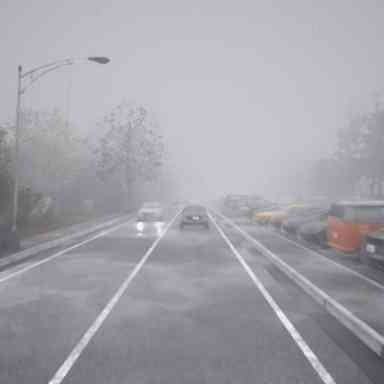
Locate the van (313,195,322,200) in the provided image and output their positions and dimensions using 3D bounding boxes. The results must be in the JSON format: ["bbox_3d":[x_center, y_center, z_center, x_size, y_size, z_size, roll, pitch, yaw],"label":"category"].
[{"bbox_3d":[20.172,1.389,47.497,4.442,1.987,1.878,0,-1,0],"label":"van"}]

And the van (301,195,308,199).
[{"bbox_3d":[20.202,1.478,52.888,4.442,1.987,1.878,0,-1,0],"label":"van"}]

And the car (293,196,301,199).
[{"bbox_3d":[20.150,1.754,55.651,5.366,1.575,1.946,0,-1,0],"label":"car"}]

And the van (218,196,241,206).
[{"bbox_3d":[7.435,1.753,67.000,4.442,1.987,1.878,0,-1,0],"label":"van"}]

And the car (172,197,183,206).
[{"bbox_3d":[-3.008,1.863,67.944,2.097,1.767,4.553,0,-1,1],"label":"car"}]

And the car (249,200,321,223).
[{"bbox_3d":[6.884,1.534,22.602,5.366,1.575,1.946,0,0,0],"label":"car"}]

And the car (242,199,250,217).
[{"bbox_3d":[7.094,1.556,28.153,4.892,1.521,2.231,0,0,0],"label":"car"}]

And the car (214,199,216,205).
[{"bbox_3d":[7.308,1.925,64.220,5.008,1.535,2.097,0,-1,0],"label":"car"}]

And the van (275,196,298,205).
[{"bbox_3d":[20.545,1.853,72.273,4.442,1.987,1.878,0,-1,0],"label":"van"}]

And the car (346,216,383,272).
[{"bbox_3d":[7.021,1.521,8.720,4.792,1.488,2.163,0,0,0],"label":"car"}]

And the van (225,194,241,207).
[{"bbox_3d":[7.077,1.384,44.812,4.442,1.987,1.878,0,0,0],"label":"van"}]

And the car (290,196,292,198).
[{"bbox_3d":[20.360,1.865,61.191,4.892,1.521,2.231,0,-1,0],"label":"car"}]

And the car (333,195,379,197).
[{"bbox_3d":[20.214,1.336,39.178,5.566,2.045,2.435,0,0,0],"label":"car"}]

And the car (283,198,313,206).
[{"bbox_3d":[20.376,1.918,63.960,5.008,1.535,2.097,0,-1,0],"label":"car"}]

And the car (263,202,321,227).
[{"bbox_3d":[7.025,1.557,19.825,4.792,1.488,2.163,0,0,0],"label":"car"}]

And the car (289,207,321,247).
[{"bbox_3d":[6.993,1.539,14.273,4.792,1.488,2.163,0,0,0],"label":"car"}]

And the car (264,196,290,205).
[{"bbox_3d":[20.503,1.996,80.580,5.566,2.045,2.435,0,-1,0],"label":"car"}]

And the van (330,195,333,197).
[{"bbox_3d":[20.375,1.371,41.948,4.442,1.987,1.878,0,0,0],"label":"van"}]

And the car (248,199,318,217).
[{"bbox_3d":[7.091,1.547,25.377,4.892,1.521,2.231,0,0,0],"label":"car"}]

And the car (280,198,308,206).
[{"bbox_3d":[20.393,1.974,66.856,5.008,1.535,2.097,0,-1,0],"label":"car"}]

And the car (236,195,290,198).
[{"bbox_3d":[7.100,1.448,33.706,4.553,1.767,2.185,0,0,0],"label":"car"}]

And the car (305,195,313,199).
[{"bbox_3d":[20.309,1.650,50.113,5.008,1.535,2.097,0,-1,0],"label":"car"}]

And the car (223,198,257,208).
[{"bbox_3d":[7.254,1.686,50.336,4.792,1.488,2.163,0,-1,0],"label":"car"}]

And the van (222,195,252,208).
[{"bbox_3d":[7.124,1.485,53.123,4.442,1.987,1.878,0,-1,0],"label":"van"}]

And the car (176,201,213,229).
[{"bbox_3d":[0.143,1.583,22.017,2.033,1.411,5.357,0,0,0],"label":"car"}]

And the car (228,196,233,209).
[{"bbox_3d":[7.157,1.591,39.258,5.008,1.535,2.097,0,0,0],"label":"car"}]

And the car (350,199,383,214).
[{"bbox_3d":[20.221,1.578,36.282,5.008,1.535,2.097,0,0,0],"label":"car"}]

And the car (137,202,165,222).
[{"bbox_3d":[-3.281,1.577,27.250,1.812,1.442,4.674,0,0,0],"label":"car"}]

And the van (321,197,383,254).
[{"bbox_3d":[7.124,1.275,11.497,4.442,1.987,1.878,0,0,0],"label":"van"}]

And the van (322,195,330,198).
[{"bbox_3d":[20.389,1.379,44.593,4.442,1.987,1.878,0,0,0],"label":"van"}]

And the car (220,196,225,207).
[{"bbox_3d":[7.238,1.367,47.587,5.566,2.045,2.435,0,0,0],"label":"car"}]

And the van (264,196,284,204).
[{"bbox_3d":[20.609,2.094,83.470,4.442,1.987,1.878,0,-1,0],"label":"van"}]

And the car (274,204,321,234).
[{"bbox_3d":[7.009,1.548,17.049,4.792,1.488,2.163,0,0,0],"label":"car"}]

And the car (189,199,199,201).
[{"bbox_3d":[0.228,1.668,42.466,1.812,1.442,4.674,0,0,0],"label":"car"}]

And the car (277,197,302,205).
[{"bbox_3d":[20.381,1.900,69.503,4.553,1.767,2.185,0,-1,0],"label":"car"}]

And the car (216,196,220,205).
[{"bbox_3d":[7.242,1.848,58.670,4.792,1.488,2.163,0,-1,0],"label":"car"}]

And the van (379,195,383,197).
[{"bbox_3d":[20.312,1.334,30.867,4.442,1.987,1.878,0,0,0],"label":"van"}]

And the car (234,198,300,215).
[{"bbox_3d":[6.931,1.561,30.930,5.366,1.575,1.946,0,0,0],"label":"car"}]

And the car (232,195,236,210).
[{"bbox_3d":[7.116,1.457,36.482,4.553,1.767,2.185,0,0,0],"label":"car"}]

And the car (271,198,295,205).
[{"bbox_3d":[20.437,2.133,75.040,4.892,1.521,2.231,0,-1,0],"label":"car"}]
